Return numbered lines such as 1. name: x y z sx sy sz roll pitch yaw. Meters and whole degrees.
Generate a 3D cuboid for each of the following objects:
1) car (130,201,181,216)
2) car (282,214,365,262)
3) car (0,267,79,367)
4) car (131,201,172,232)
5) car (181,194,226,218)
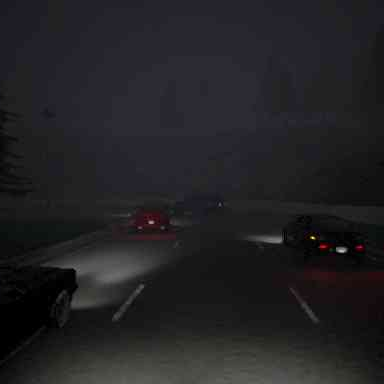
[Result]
1. car: -3.443 1.478 28.833 4.674 1.442 1.812 0 0 44
2. car: 4.534 1.506 11.957 1.812 1.442 4.674 0 0 4
3. car: -3.113 1.594 3.997 1.895 1.301 4.718 0 0 3
4. car: -2.334 1.444 20.020 1.882 1.535 5.008 0 0 -4
5. car: 0.565 1.172 30.101 2.150 2.045 5.566 1 0 -41
